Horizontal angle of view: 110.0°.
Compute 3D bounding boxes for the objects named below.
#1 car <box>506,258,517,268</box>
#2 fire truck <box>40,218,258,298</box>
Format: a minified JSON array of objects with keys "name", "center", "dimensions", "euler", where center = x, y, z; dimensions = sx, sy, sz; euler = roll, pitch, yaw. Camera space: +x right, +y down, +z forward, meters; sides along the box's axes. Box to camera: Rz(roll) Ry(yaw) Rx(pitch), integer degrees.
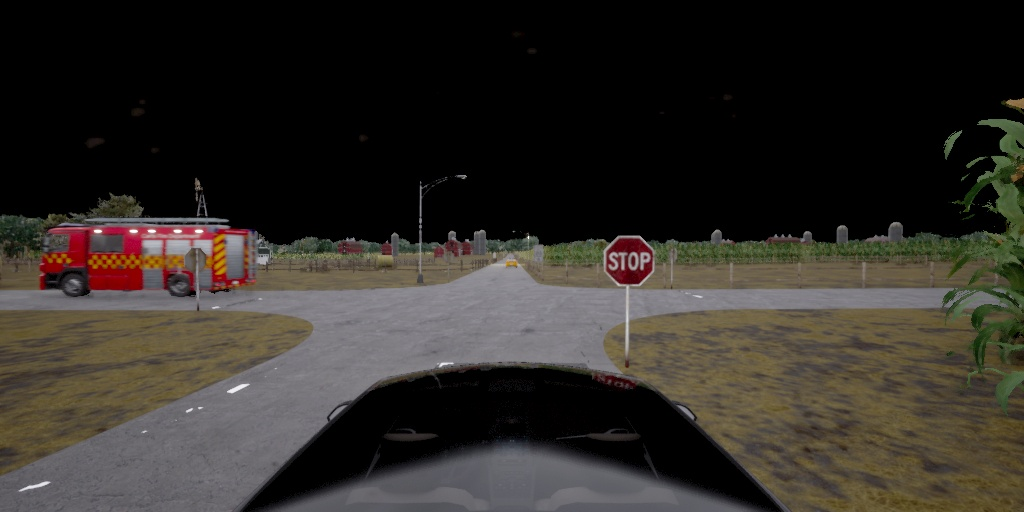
[{"name":"car","center":[-0.062,1.219,61.451],"dimensions":[1.882,1.535,5.008],"euler":[0,0,0]},{"name":"fire truck","center":[-18.060,0.057,18.184],"dimensions":[8.468,3.827,2.891],"euler":[0,1,0]}]
